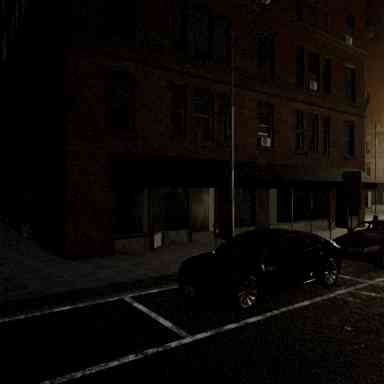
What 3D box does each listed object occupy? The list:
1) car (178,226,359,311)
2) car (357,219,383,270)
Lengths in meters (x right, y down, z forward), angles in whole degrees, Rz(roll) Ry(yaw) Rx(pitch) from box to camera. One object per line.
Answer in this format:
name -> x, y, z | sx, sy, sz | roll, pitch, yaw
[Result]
car -> 1.731, 1.566, 7.754 | 4.313, 1.339, 1.947 | 0, 0, -35
car -> 6.217, 1.582, 10.939 | 4.206, 1.307, 1.802 | 0, 0, -35
